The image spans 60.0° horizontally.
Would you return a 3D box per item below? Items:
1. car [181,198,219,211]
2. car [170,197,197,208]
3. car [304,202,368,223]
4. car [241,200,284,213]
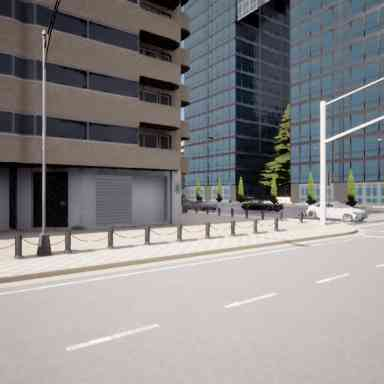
[{"bbox_3d":[1.077,1.545,39.170,1.895,1.301,4.718,0,0,-35],"label":"car"},{"bbox_3d":[-1.355,1.508,48.732,1.994,1.385,4.181,0,0,-35],"label":"car"},{"bbox_3d":[10.908,1.472,25.511,1.812,1.442,4.674,0,0,-36],"label":"car"},{"bbox_3d":[7.607,1.545,36.008,1.895,1.301,4.718,0,0,-35],"label":"car"}]
